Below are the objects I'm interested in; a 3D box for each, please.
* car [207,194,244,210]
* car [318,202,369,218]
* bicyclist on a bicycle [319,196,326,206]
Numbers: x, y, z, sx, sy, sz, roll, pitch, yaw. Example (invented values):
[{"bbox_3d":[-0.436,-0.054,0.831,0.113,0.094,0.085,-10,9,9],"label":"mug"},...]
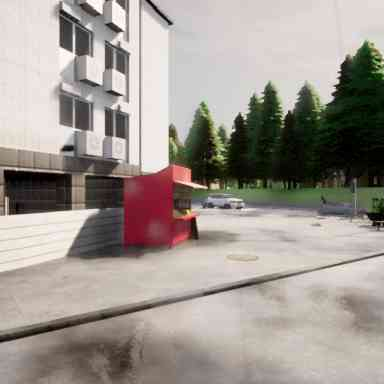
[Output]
[{"bbox_3d":[4.196,1.220,42.590,2.150,2.045,5.566,0,0,-35],"label":"car"},{"bbox_3d":[13.403,1.564,29.611,1.994,1.385,4.181,0,0,-35],"label":"car"},{"bbox_3d":[15.947,1.349,40.536,1.656,1.620,0.582,0,0,-35],"label":"bicyclist on a bicycle"}]
